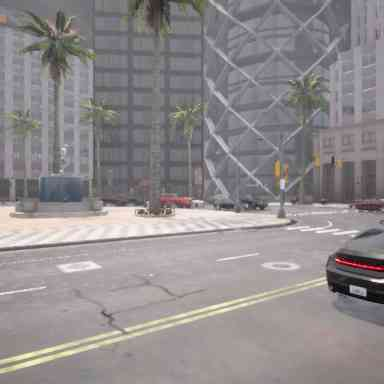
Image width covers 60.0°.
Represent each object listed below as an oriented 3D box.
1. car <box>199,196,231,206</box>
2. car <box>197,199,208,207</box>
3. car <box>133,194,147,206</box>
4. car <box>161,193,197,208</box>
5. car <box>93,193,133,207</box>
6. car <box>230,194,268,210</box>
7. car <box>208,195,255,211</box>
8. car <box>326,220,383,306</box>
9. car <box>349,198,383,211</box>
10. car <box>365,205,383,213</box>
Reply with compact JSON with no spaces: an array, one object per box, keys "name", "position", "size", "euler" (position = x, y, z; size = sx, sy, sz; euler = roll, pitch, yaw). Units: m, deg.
[{"name":"car","position":[3.821,1.489,55.499],"size":[4.902,1.511,2.128],"euler":[0,0,35]},{"name":"car","position":[-0.199,1.524,49.571],"size":[4.674,1.442,1.812],"euler":[0,0,32]},{"name":"car","position":[-10.080,1.218,53.995],"size":[5.566,2.045,2.150],"euler":[0,0,13]},{"name":"car","position":[-2.568,1.220,47.055],"size":[5.566,2.045,2.150],"euler":[0,0,31]},{"name":"car","position":[-12.531,1.220,51.019],"size":[5.566,2.045,2.150],"euler":[0,0,10]},{"name":"car","position":[7.089,1.220,43.087],"size":[2.150,2.045,5.566],"euler":[0,0,-41]},{"name":"car","position":[4.720,1.490,40.403],"size":[2.128,1.511,4.902],"euler":[0,0,-42]},{"name":"car","position":[4.923,1.504,7.306],"size":[4.892,1.490,1.837],"euler":[0,0,-35]},{"name":"car","position":[20.344,1.475,37.475],"size":[1.882,1.535,5.008],"euler":[0,0,-35]},{"name":"car","position":[10.718,1.490,15.681],"size":[4.902,1.511,2.128],"euler":[0,0,-31]}]
